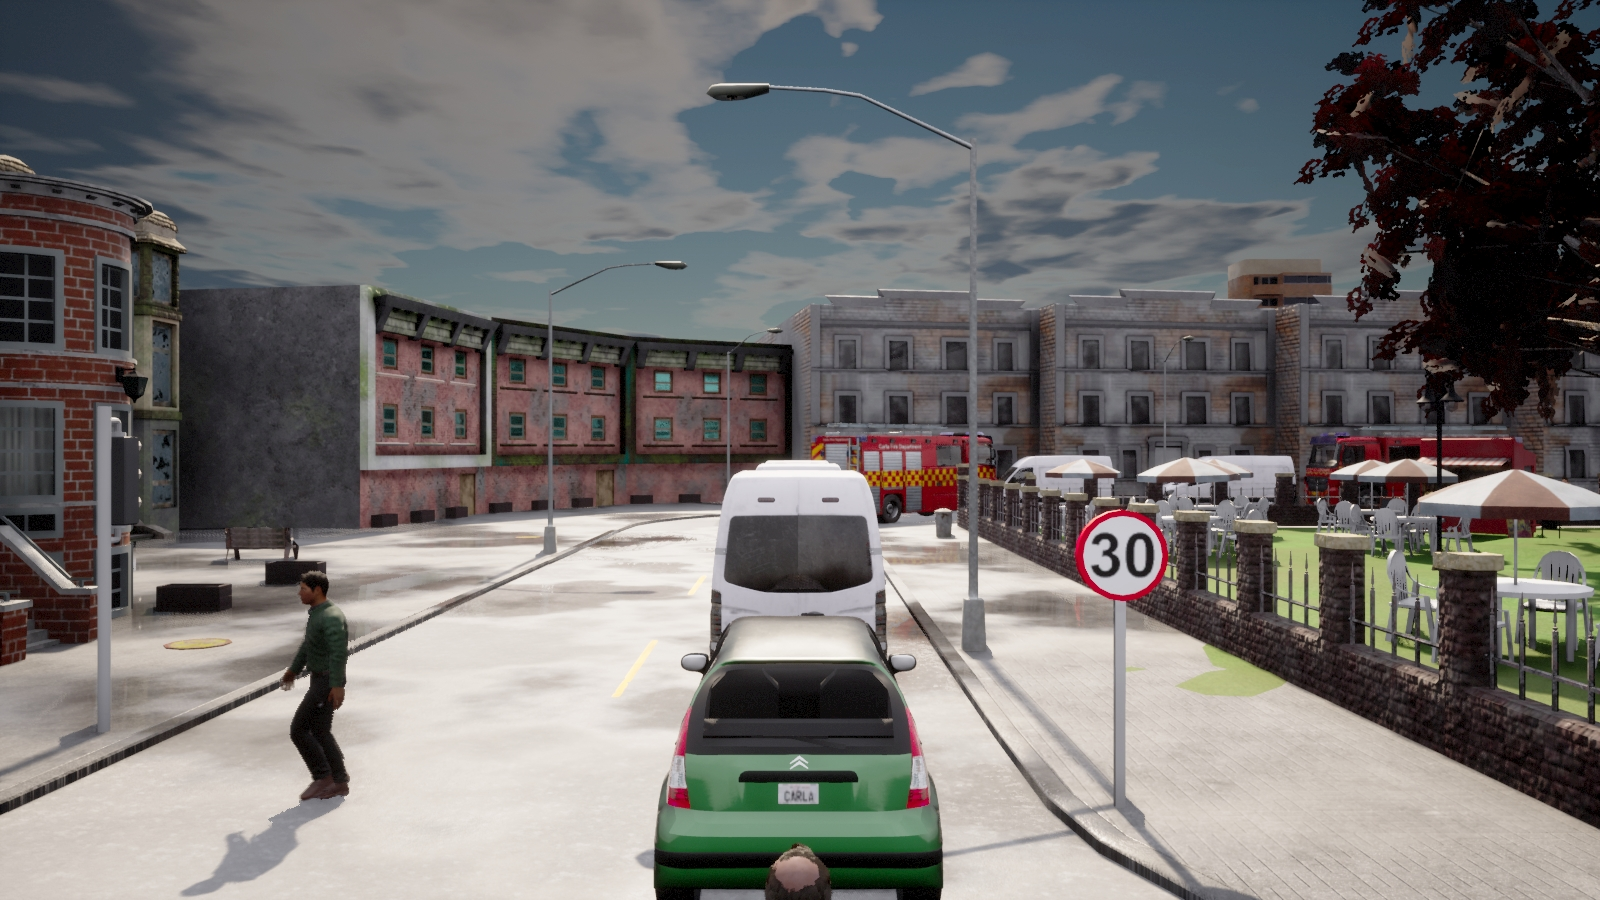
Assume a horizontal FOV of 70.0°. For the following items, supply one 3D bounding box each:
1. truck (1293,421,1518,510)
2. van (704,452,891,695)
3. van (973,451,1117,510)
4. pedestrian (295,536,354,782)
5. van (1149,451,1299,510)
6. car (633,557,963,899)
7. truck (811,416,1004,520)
[{"bbox_3d":[26.739,0.670,50.713,8.468,3.827,2.891,0,0,0],"label":"truck"},{"bbox_3d":[-0.025,1.315,15.105,1.988,2.561,5.915,0,0,0],"label":"van"},{"bbox_3d":[10.768,1.314,50.430,5.915,2.561,1.988,0,0,0],"label":"van"},{"bbox_3d":[-3.777,1.629,9.073,0.375,1.860,0.375,0,0,-33],"label":"pedestrian"},{"bbox_3d":[18.656,1.314,50.452,5.915,2.561,1.988,0,0,0],"label":"van"},{"bbox_3d":[-0.015,1.779,8.404,1.851,1.617,3.988,0,0,0],"label":"car"},{"bbox_3d":[4.502,0.672,46.247,8.468,3.827,2.891,0,0,-43],"label":"truck"}]
